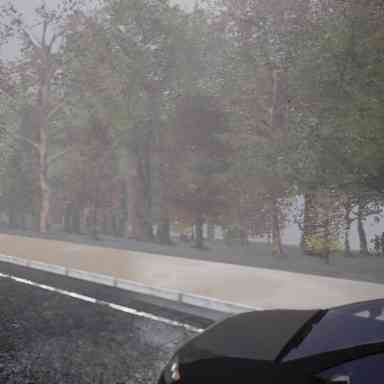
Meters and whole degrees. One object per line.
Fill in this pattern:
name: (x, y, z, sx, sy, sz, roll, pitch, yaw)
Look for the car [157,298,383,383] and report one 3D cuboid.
car: (1.708, 1.563, 2.467, 4.181, 1.385, 1.994, -1, 0, 36)
